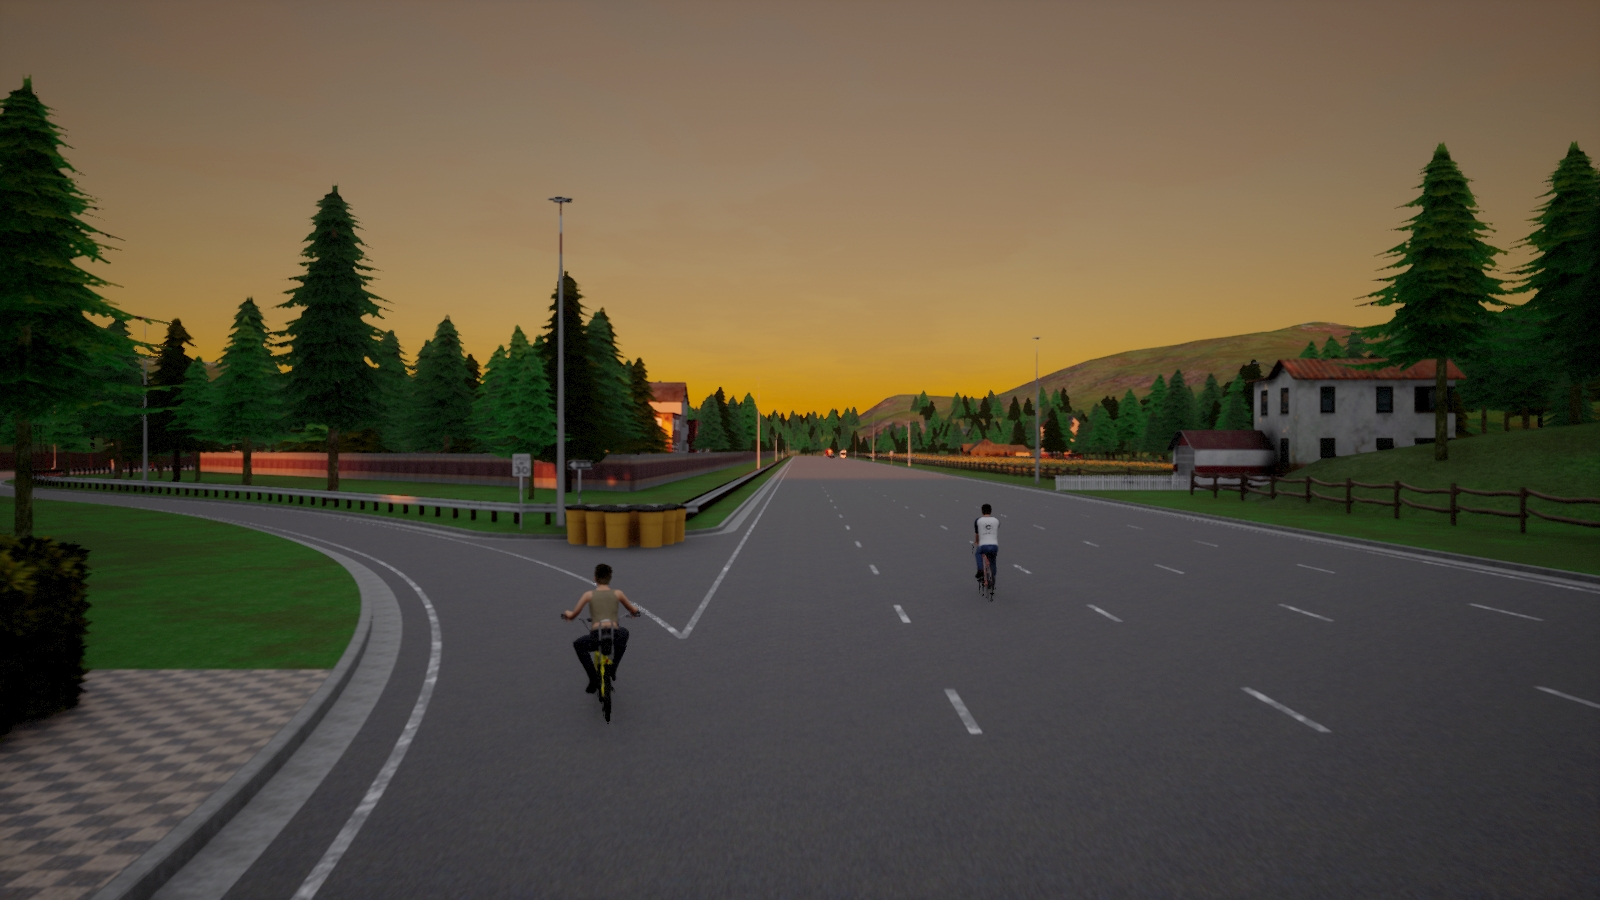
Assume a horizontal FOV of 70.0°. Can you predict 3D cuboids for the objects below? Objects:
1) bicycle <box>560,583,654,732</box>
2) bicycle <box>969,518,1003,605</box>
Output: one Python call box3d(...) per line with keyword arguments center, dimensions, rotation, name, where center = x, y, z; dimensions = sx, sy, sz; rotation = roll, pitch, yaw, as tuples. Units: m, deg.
box3d(center=(-2.092, 2.165, 12.217), dimensions=(0.859, 1.276, 1.487), rotation=(-1, 0, -14), name="bicycle")
box3d(center=(3.499, 2.068, 21.545), dimensions=(0.373, 1.496, 1.643), rotation=(0, 0, 0), name="bicycle")
